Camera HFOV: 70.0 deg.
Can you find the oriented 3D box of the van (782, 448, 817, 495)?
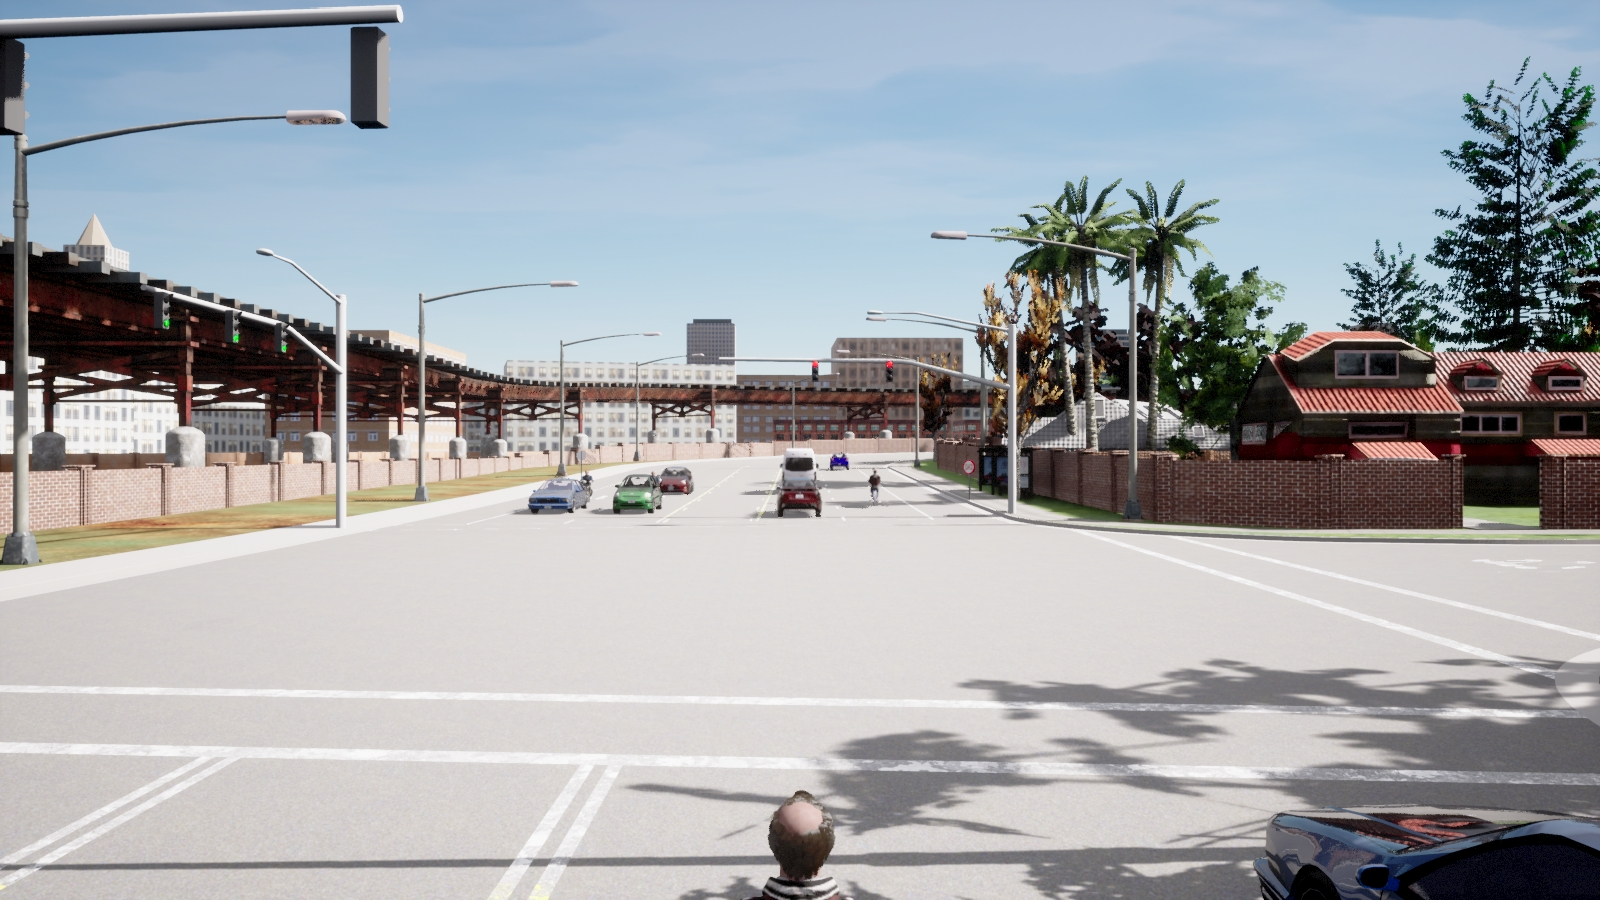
[{"bbox_3d":[-0.032,1.184,67.119,1.988,2.561,5.915,0,1,0],"label":"van"}]

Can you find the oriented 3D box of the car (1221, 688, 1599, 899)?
[{"bbox_3d":[3.467,2.106,4.038,2.033,1.411,5.357,0,0,1],"label":"car"}]

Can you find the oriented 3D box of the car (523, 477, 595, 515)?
[{"bbox_3d":[-10.533,1.979,50.381,2.033,1.411,5.357,0,1,0],"label":"car"}]

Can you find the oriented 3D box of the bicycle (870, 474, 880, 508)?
[{"bbox_3d":[3.484,1.885,53.161,0.329,1.496,1.835,0,1,0],"label":"bicycle"}]

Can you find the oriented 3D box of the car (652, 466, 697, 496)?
[{"bbox_3d":[-7.043,1.730,64.568,2.007,1.525,4.514,0,1,0],"label":"car"}]

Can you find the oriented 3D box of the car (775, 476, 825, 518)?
[{"bbox_3d":[-0.029,1.933,48.163,2.007,1.525,4.514,0,1,0],"label":"car"}]

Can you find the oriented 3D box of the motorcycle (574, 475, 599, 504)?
[{"bbox_3d":[-10.476,1.934,56.002,0.856,1.341,1.805,0,1,1],"label":"motorcycle"}]

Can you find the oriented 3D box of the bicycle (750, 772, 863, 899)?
[{"bbox_3d":[0.019,2.048,3.681,0.329,1.496,1.835,0,0,0],"label":"bicycle"}]

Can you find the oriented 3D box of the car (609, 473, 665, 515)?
[{"bbox_3d":[-7.031,1.877,49.699,1.851,1.617,3.988,0,1,0],"label":"car"}]

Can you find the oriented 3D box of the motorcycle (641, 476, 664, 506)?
[{"bbox_3d":[-7.053,1.947,54.746,0.856,1.341,1.805,0,1,0],"label":"motorcycle"}]
